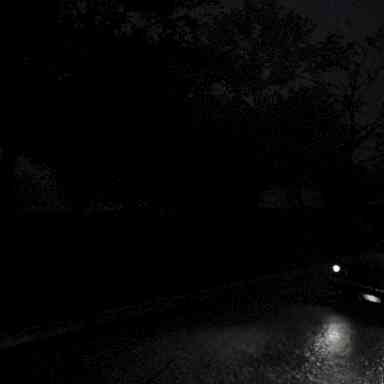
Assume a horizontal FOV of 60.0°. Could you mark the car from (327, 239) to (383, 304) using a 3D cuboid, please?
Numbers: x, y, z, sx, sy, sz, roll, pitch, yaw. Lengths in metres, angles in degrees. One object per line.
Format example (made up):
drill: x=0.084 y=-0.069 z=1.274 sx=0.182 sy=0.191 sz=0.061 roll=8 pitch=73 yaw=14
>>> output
car: x=5.042 y=1.602 z=7.278 sx=4.718 sy=1.301 sz=1.895 roll=0 pitch=0 yaw=-35
